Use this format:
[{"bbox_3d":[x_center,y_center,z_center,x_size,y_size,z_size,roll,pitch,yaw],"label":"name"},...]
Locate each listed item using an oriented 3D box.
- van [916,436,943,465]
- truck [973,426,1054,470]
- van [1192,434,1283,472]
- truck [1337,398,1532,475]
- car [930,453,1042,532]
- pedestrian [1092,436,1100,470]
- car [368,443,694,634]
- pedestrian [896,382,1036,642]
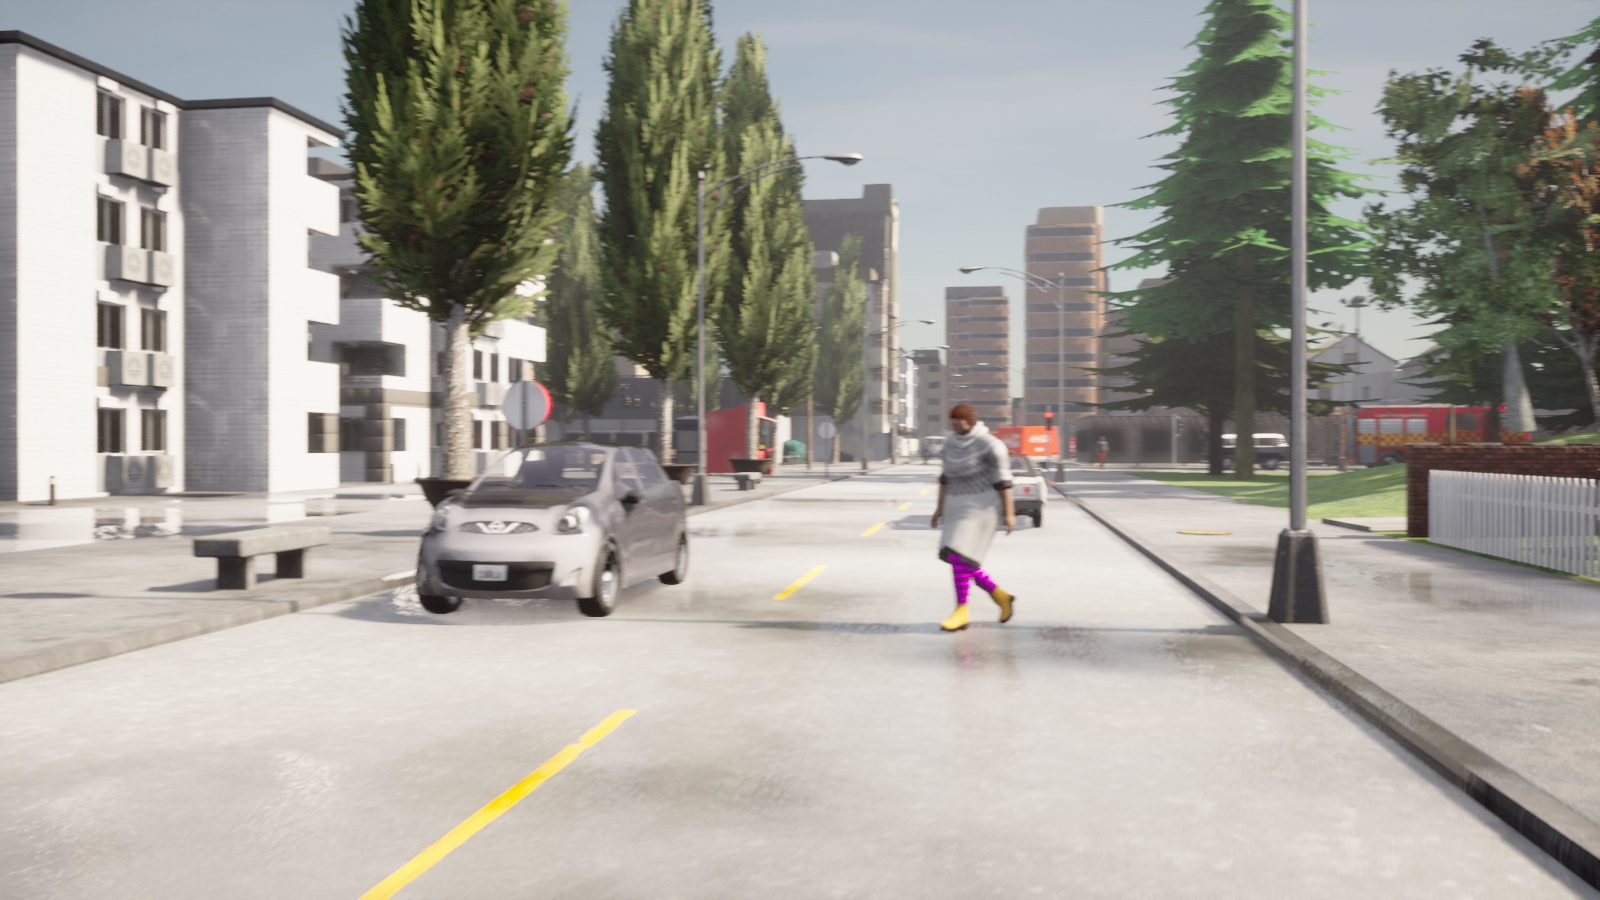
[{"bbox_3d":[9.331,0.027,90.433,1.775,1.987,4.442,0,0,8],"label":"van"},{"bbox_3d":[12.573,-0.121,74.184,2.627,2.467,5.204,-1,0,-17],"label":"truck"},{"bbox_3d":[24.336,0.147,70.041,4.480,2.038,2.069,0,0,8],"label":"van"},{"bbox_3d":[32.556,-0.692,64.771,8.468,3.827,2.891,0,0,9],"label":"truck"},{"bbox_3d":[3.527,0.725,23.876,1.895,1.301,4.718,0,0,8],"label":"car"},{"bbox_3d":[16.136,0.162,68.496,0.353,1.847,0.614,0,0,9],"label":"pedestrian"},{"bbox_3d":[-2.316,0.690,11.819,1.845,1.501,3.633,0,0,8],"label":"car"},{"bbox_3d":[1.304,0.463,9.902,0.873,1.952,0.659,0,0,-30],"label":"pedestrian"}]
